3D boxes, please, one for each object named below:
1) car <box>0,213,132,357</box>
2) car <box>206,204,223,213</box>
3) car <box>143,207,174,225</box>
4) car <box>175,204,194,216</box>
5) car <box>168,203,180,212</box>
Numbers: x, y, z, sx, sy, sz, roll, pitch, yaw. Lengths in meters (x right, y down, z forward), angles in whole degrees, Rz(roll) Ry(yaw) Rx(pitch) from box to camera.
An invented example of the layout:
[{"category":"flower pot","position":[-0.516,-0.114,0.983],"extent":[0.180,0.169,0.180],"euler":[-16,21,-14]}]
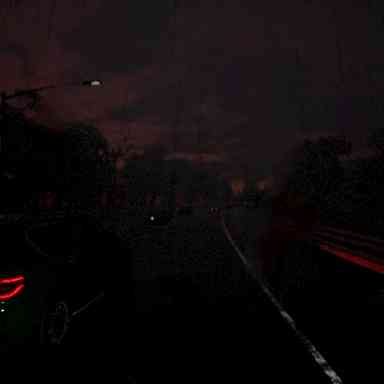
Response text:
[{"category":"car","position":[-2.872,1.410,6.537],"extent":[2.150,2.045,5.566],"euler":[-1,-2,5]},{"category":"car","position":[4.356,3.219,62.070],"extent":[1.837,1.490,4.892],"euler":[-1,-2,9]},{"category":"car","position":[-3.438,2.505,33.099],"extent":[1.994,1.385,4.181],"euler":[-1,-2,7]},{"category":"car","position":[-0.854,2.955,51.617],"extent":[1.837,1.490,4.892],"euler":[-1,-2,9]},{"category":"car","position":[-3.012,2.939,60.507],"extent":[2.150,2.045,5.566],"euler":[-1,-2,9]}]
